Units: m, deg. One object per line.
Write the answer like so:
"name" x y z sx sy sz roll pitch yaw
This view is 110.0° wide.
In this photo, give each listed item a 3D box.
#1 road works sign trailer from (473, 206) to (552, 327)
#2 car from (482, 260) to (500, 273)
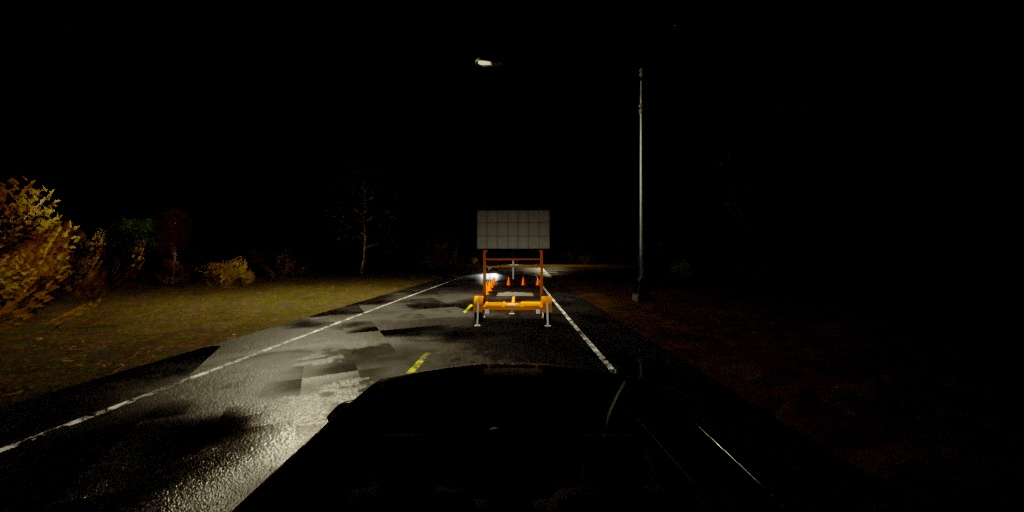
"road works sign trailer" 0.039 0.213 11.580 2.380 3.560 2.880 0 0 1
"car" -2.483 1.234 42.876 2.128 1.511 4.902 0 0 3
